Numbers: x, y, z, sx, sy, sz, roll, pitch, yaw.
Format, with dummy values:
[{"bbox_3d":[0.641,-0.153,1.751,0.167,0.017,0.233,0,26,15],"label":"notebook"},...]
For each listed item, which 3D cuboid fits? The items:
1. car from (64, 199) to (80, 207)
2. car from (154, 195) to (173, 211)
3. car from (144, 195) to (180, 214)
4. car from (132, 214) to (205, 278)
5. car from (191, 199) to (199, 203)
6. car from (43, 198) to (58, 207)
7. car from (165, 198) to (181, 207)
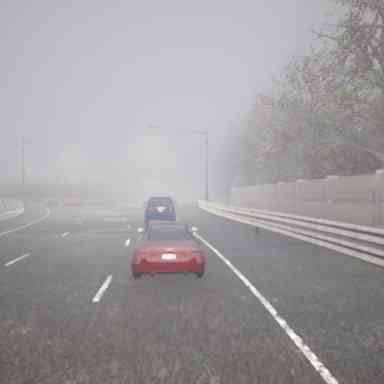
[{"bbox_3d":[-21.220,1.834,58.727,1.994,1.385,4.181,0,0,-32],"label":"car"},{"bbox_3d":[-3.682,1.383,44.230,2.150,2.045,5.566,0,0,0],"label":"car"},{"bbox_3d":[-2.364,1.312,24.546,2.150,2.045,5.566,0,0,-7],"label":"car"},{"bbox_3d":[-0.752,1.602,10.348,1.994,1.385,4.181,0,0,-5],"label":"car"},{"bbox_3d":[0.927,2.604,93.958,1.895,1.301,4.718,0,-3,8],"label":"car"},{"bbox_3d":[-24.160,1.779,56.880,1.837,1.490,4.892,0,0,-32],"label":"car"},{"bbox_3d":[-3.275,1.752,57.573,2.033,1.411,5.357,0,0,4],"label":"car"}]
